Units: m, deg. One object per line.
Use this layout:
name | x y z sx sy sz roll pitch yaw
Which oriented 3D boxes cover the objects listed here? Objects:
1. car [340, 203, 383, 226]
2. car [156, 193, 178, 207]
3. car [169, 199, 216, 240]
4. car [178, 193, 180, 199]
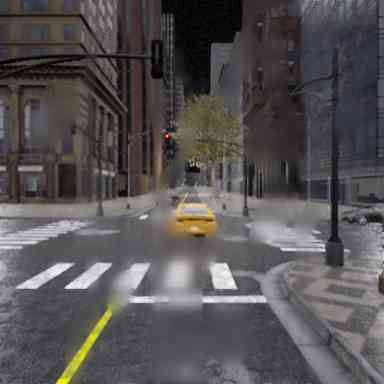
car | 11.931 1.423 21.483 4.403 1.369 2.008 0 0 0
car | -3.091 1.074 39.155 1.994 1.385 4.181 0 1 0
car | 0.094 1.315 15.948 1.882 1.535 5.008 0 1 0
car | -3.052 0.806 56.920 1.895 1.301 4.718 0 1 0
